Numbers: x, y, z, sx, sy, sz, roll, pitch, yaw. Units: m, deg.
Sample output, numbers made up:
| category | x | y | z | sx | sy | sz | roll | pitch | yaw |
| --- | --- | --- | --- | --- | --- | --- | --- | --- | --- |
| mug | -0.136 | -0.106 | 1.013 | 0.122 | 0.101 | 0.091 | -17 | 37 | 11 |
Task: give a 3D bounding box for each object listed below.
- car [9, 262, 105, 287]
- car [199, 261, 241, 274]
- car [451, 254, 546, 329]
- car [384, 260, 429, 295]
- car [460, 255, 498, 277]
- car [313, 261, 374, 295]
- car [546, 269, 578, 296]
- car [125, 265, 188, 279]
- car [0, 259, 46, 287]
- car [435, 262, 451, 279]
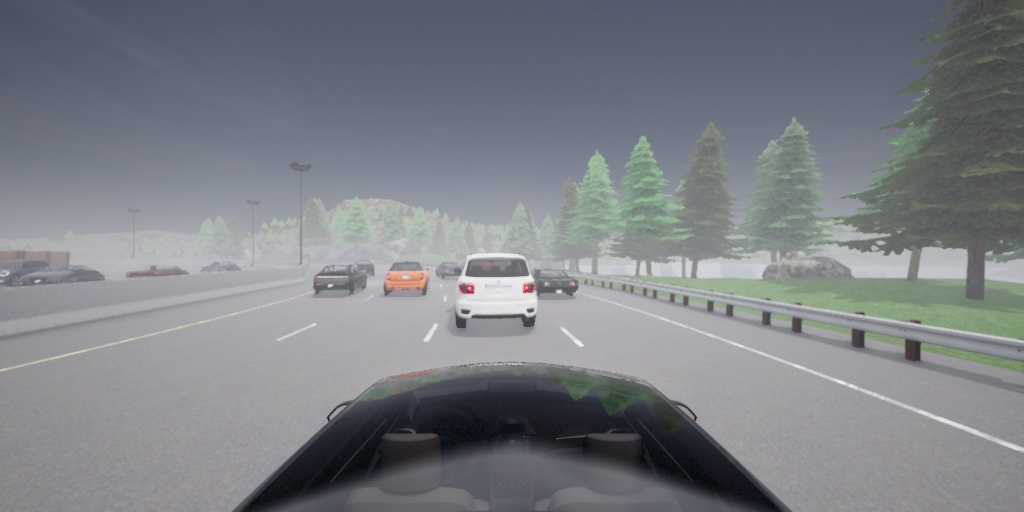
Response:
| category | x | y | z | sx | sy | sz | roll | pitch | yaw |
| --- | --- | --- | --- | --- | --- | --- | --- | --- | --- |
| car | -28.591 | 1.279 | 22.937 | 1.994 | 1.385 | 4.181 | 0 | 0 | -21 |
| car | -23.516 | 1.193 | 29.017 | 2.128 | 1.511 | 4.902 | 0 | 0 | -25 |
| car | -0.652 | 0.953 | 11.373 | 2.150 | 2.045 | 5.566 | 0 | 0 | -7 |
| car | -5.669 | 1.068 | 19.700 | 2.097 | 1.767 | 4.553 | 0 | 0 | -12 |
| car | -3.374 | 0.904 | 35.713 | 2.150 | 2.045 | 5.566 | 0 | 0 | -23 |
| car | -9.169 | 1.208 | 19.446 | 2.128 | 1.511 | 4.902 | 0 | 0 | -12 |
| car | 1.732 | 1.317 | 18.589 | 1.895 | 1.301 | 4.718 | 0 | 0 | -11 |
| car | -26.221 | 1.308 | 26.619 | 1.895 | 1.301 | 4.718 | 0 | 0 | -23 |
| car | -32.481 | 1.067 | 23.340 | 2.097 | 1.767 | 4.553 | 0 | 0 | -23 |
| car | -5.617 | 1.240 | 31.904 | 2.033 | 1.411 | 5.357 | 0 | 0 | -20 |
